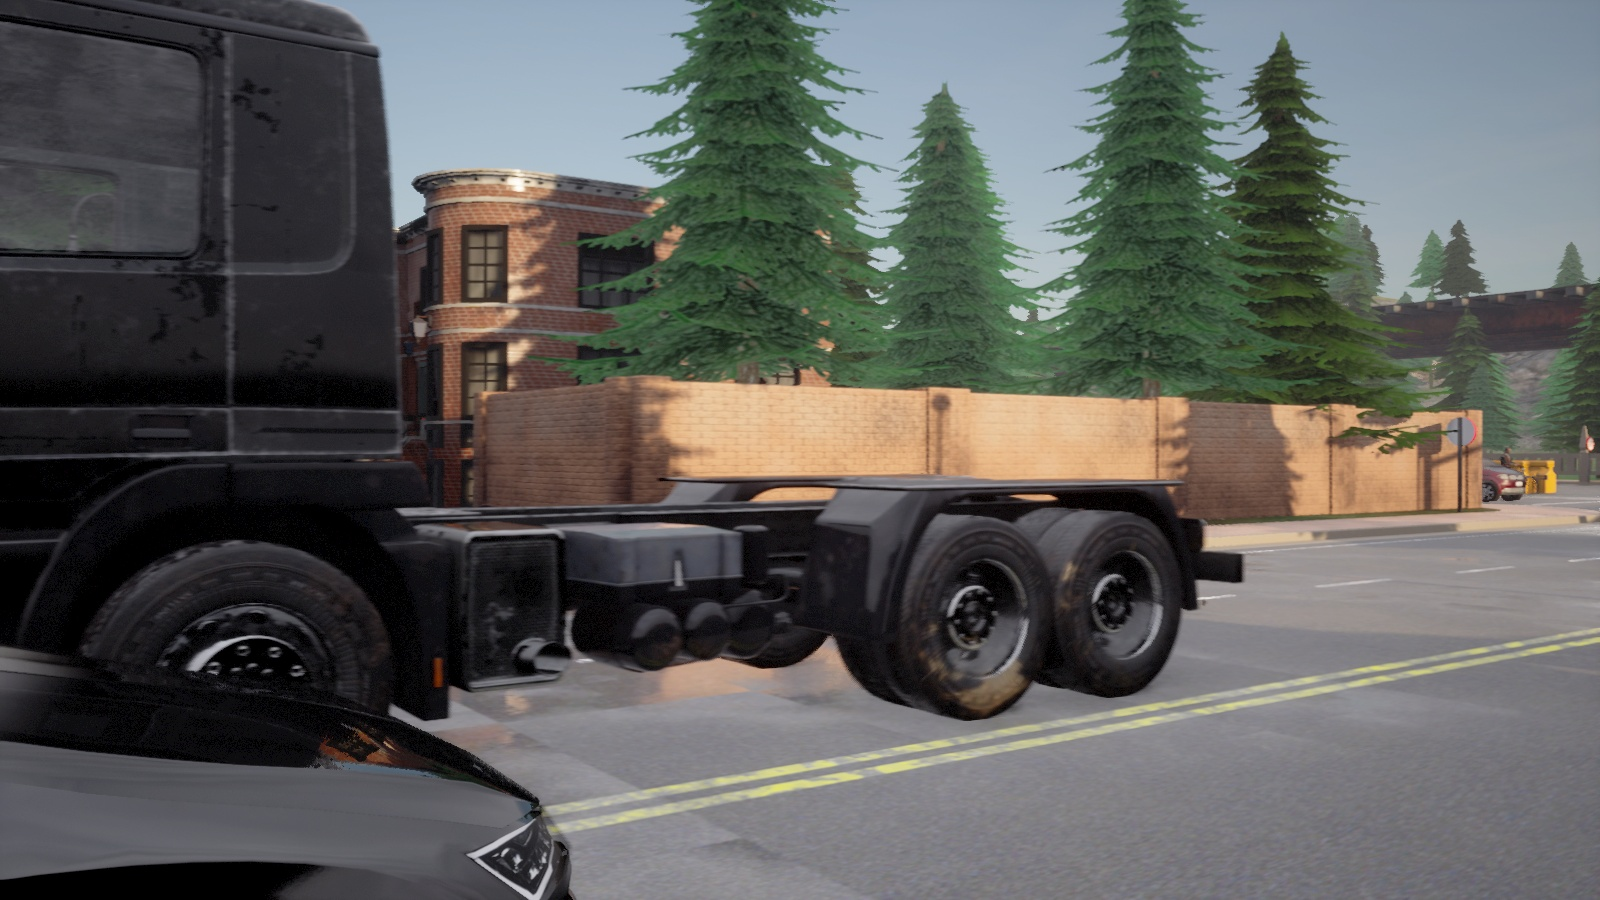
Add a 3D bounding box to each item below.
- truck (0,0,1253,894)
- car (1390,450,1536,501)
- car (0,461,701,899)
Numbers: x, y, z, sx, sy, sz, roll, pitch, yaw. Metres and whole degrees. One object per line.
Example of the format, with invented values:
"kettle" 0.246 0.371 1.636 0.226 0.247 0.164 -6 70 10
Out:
"truck" -1.115 -0.217 7.151 7.936 3.462 2.891 0 0 -35
"car" 21.158 0.780 40.165 1.789 1.549 3.705 0 -1 -35
"car" -2.431 0.768 1.967 4.193 1.474 1.816 0 0 -35
